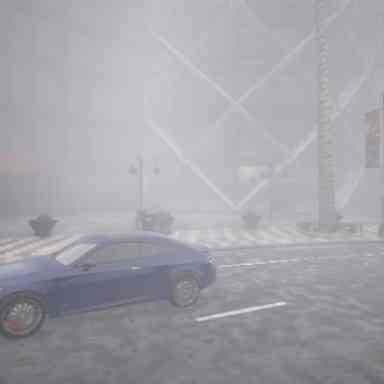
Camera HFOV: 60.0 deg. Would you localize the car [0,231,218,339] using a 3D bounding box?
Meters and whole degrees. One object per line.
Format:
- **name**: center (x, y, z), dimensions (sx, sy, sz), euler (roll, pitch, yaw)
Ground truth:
- **car**: center (-1.673, 1.537, 6.592), dimensions (4.674, 1.442, 1.812), euler (1, 0, -30)
